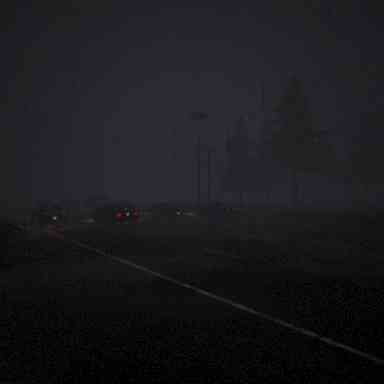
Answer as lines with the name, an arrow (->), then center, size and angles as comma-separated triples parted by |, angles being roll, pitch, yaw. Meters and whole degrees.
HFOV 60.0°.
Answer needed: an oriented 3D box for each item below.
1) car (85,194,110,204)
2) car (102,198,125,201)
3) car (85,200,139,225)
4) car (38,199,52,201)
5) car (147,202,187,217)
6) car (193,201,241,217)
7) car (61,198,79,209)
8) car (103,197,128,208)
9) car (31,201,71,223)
car -> -13.272, 1.359, 47.012 | 2.150, 2.045, 5.566 | 0, 0, -36
car -> -6.760, 1.608, 32.108 | 1.812, 1.442, 4.674 | 0, 0, -36
car -> -5.927, 1.615, 25.043 | 2.033, 1.411, 5.357 | 0, 0, -36
car -> -19.322, 1.667, 43.432 | 1.837, 1.490, 4.892 | 0, 0, -36
car -> -2.555, 1.663, 32.304 | 1.895, 1.301, 4.718 | 0, 0, -36
car -> 2.287, 1.585, 31.600 | 2.033, 1.411, 5.357 | 0, 0, -36
car -> -17.423, 1.636, 46.766 | 1.882, 1.535, 5.008 | 0, 0, -36
car -> -11.759, 1.614, 50.880 | 1.882, 1.535, 5.008 | 0, 0, -36
car -> -11.759, 1.700, 27.104 | 1.895, 1.301, 4.718 | 0, 0, -36
